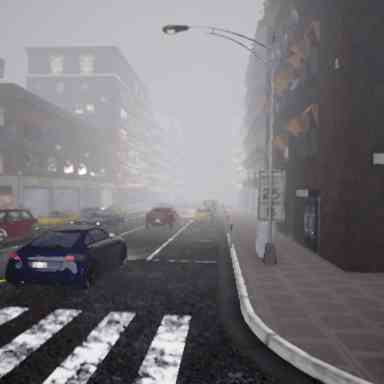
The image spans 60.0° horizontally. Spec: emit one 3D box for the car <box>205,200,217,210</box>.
[{"bbox_3d":[3.355,2.299,58.092,1.967,1.590,4.097,0,-1,5],"label":"car"}]

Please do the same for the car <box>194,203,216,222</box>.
[{"bbox_3d":[1.111,1.974,30.735,1.752,1.417,4.829,0,-1,5],"label":"car"}]

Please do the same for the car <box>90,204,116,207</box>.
[{"bbox_3d":[-7.670,1.780,25.687,1.947,1.339,4.313,0,-1,5],"label":"car"}]

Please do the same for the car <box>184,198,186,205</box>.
[{"bbox_3d":[-3.220,2.588,80.742,2.008,1.369,4.403,0,-1,5],"label":"car"}]

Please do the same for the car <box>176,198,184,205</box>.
[{"bbox_3d":[-3.664,2.506,75.238,2.008,1.369,4.403,0,-1,5],"label":"car"}]

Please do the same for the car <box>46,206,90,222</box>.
[{"bbox_3d":[-8.128,1.655,20.013,1.752,1.417,4.829,0,-1,5],"label":"car"}]

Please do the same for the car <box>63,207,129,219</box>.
[{"bbox_3d":[-5.532,1.777,19.827,1.895,1.301,4.718,1,-1,5],"label":"car"}]

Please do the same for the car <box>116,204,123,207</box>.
[{"bbox_3d":[-7.238,1.819,31.024,1.752,1.417,4.829,0,-1,5],"label":"car"}]

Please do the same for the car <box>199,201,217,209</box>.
[{"bbox_3d":[2.044,2.140,41.743,1.752,1.417,4.829,0,-1,5],"label":"car"}]

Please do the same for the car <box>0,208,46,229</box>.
[{"bbox_3d":[-8.560,1.491,14.678,1.967,1.590,4.097,0,-1,5],"label":"car"}]

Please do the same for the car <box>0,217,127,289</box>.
[{"bbox_3d":[-3.257,1.646,9.495,1.994,1.385,4.181,1,-1,5],"label":"car"}]

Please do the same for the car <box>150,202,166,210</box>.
[{"bbox_3d":[-5.445,2.208,53.215,1.802,1.307,4.206,0,-1,5],"label":"car"}]

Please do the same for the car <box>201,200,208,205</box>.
[{"bbox_3d":[3.514,2.802,93.250,1.895,1.301,4.718,1,-1,5],"label":"car"}]

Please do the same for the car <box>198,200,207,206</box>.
[{"bbox_3d":[2.671,2.711,82.837,2.033,1.411,5.357,1,-1,5],"label":"car"}]

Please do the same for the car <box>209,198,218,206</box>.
[{"bbox_3d":[5.580,2.586,85.622,2.192,1.841,5.009,0,-1,5],"label":"car"}]

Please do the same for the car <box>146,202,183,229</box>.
[{"bbox_3d":[-2.053,1.790,24.379,1.882,1.535,5.008,1,-1,5],"label":"car"}]

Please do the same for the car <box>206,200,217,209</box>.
[{"bbox_3d":[3.800,2.381,63.598,1.967,1.590,4.097,0,-1,5],"label":"car"}]

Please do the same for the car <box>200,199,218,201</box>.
[{"bbox_3d":[2.470,2.009,47.082,2.192,1.841,5.009,0,-1,5],"label":"car"}]

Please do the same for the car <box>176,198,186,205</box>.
[{"bbox_3d":[-2.775,2.435,86.251,2.192,1.841,5.009,0,-1,5],"label":"car"}]

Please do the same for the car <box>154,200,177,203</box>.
[{"bbox_3d":[-3.542,2.099,43.672,1.994,1.385,4.181,1,-1,5],"label":"car"}]

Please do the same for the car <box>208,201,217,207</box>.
[{"bbox_3d":[4.690,2.657,74.607,2.008,1.369,4.403,0,-1,5],"label":"car"}]
